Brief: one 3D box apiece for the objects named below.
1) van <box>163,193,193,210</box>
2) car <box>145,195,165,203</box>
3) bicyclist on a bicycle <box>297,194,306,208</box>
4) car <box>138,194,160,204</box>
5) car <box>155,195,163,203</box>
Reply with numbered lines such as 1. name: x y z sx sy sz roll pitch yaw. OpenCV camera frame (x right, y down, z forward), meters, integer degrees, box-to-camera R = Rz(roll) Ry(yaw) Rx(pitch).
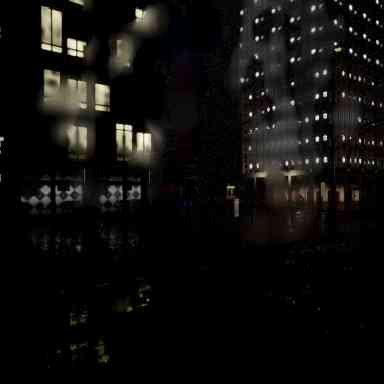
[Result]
1. van: -1.517 1.209 40.203 1.690 1.788 3.998 0 0 -34
2. car: -7.023 1.237 63.244 1.887 1.381 4.507 0 0 -34
3. bicyclist on a bicycle: 12.874 1.116 39.154 1.656 1.620 0.582 -1 1 -34
4. car: -7.846 1.203 59.831 1.882 1.535 5.008 -1 1 -34
5. car: -3.913 1.034 58.659 2.192 1.841 5.009 0 0 -34
